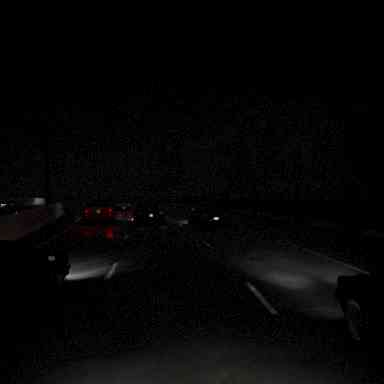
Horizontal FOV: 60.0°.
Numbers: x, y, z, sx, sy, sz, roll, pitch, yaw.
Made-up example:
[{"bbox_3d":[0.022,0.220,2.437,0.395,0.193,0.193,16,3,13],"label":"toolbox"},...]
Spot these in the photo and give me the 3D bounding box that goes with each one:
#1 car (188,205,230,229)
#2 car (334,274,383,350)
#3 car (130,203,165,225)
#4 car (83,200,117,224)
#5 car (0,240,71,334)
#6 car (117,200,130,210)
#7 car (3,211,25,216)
[{"bbox_3d":[1.016,1.541,21.643,1.994,1.385,4.181,0,0,-12],"label":"car"},{"bbox_3d":[3.373,1.589,3.449,1.895,1.301,4.718,0,0,-2],"label":"car"},{"bbox_3d":[-3.202,1.548,24.365,1.994,1.385,4.181,0,0,-13],"label":"car"},{"bbox_3d":[-6.908,1.346,24.788,2.097,1.767,4.553,0,0,-14],"label":"car"},{"bbox_3d":[-3.703,1.551,5.623,2.033,1.411,5.357,0,0,-4],"label":"car"},{"bbox_3d":[-8.897,1.584,41.255,1.895,1.301,4.718,0,0,-23],"label":"car"},{"bbox_3d":[-15.615,1.559,29.110,2.033,1.411,5.357,0,0,-18],"label":"car"}]
